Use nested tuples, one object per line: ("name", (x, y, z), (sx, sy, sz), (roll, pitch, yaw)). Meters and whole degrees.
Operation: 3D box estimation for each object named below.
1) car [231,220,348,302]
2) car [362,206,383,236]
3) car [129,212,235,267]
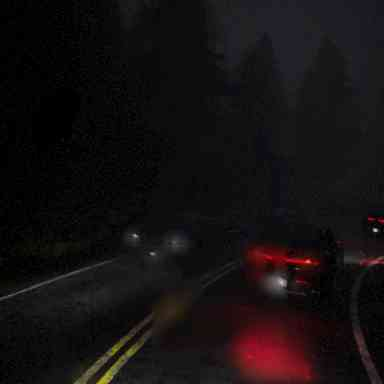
("car", (2.768, 1.470, 8.500), (1.837, 1.490, 4.892), (3, 1, 27))
("car", (10.072, 1.389, 15.747), (4.892, 1.490, 1.837), (-1, 5, -31))
("car", (0.146, 1.390, 11.068), (1.895, 1.301, 4.718), (3, 3, 34))
